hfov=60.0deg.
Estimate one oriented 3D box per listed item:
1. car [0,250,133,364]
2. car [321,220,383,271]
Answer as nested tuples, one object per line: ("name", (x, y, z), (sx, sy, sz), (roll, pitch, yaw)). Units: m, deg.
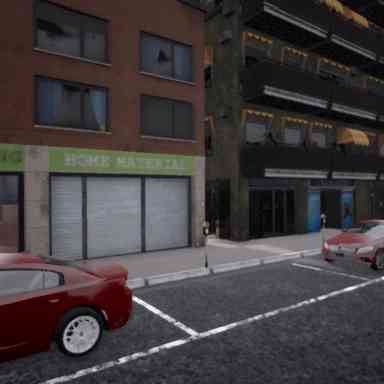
("car", (-3.023, 1.543, 4.413), (4.507, 1.381, 1.887), (0, 0, -35))
("car", (5.971, 1.580, 10.827), (4.206, 1.307, 1.802), (0, 0, -35))
